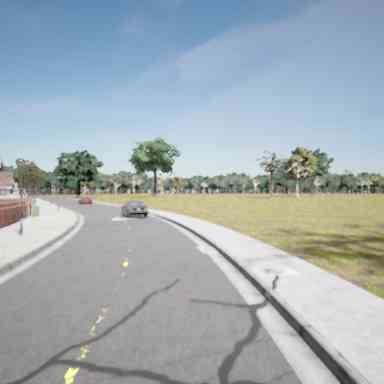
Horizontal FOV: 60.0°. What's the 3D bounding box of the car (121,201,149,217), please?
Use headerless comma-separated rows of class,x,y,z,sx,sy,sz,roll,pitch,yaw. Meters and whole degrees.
car,-5.195,1.480,29.806,2.033,1.411,5.357,0,0,-19

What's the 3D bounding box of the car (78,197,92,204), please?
car,-18.772,1.473,58.352,1.994,1.385,4.181,0,0,-27
